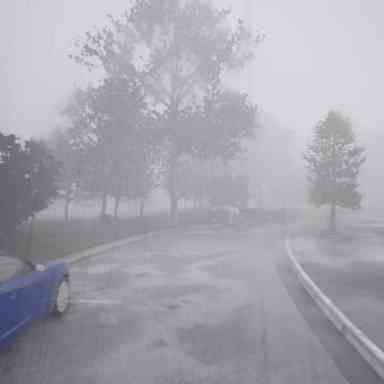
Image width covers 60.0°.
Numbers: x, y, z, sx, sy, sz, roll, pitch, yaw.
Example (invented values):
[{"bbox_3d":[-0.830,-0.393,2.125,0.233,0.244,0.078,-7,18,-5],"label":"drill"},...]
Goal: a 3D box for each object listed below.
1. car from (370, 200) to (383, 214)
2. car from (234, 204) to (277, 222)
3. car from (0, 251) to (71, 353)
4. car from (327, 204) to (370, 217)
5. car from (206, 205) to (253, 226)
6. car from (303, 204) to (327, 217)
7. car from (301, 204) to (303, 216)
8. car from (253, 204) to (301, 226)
[{"bbox_3d":[28.272,2.114,48.203,5.566,2.045,2.435,0,-4,-22],"label":"car"},{"bbox_3d":[6.069,1.926,31.119,2.097,1.535,5.008,-3,-4,35],"label":"car"},{"bbox_3d":[-3.342,1.510,4.606,2.097,1.535,5.008,0,-1,1],"label":"car"},{"bbox_3d":[17.842,2.089,38.278,5.357,1.411,2.033,1,-4,-38],"label":"car"},{"bbox_3d":[2.740,1.808,26.297,2.231,1.521,4.892,-2,-2,28],"label":"car"},{"bbox_3d":[13.519,2.220,39.530,5.008,1.535,2.097,1,-4,-41],"label":"car"},{"bbox_3d":[9.496,2.072,35.644,2.231,1.521,4.892,-4,-4,40],"label":"car"},{"bbox_3d":[6.608,1.682,25.389,1.882,1.535,5.008,-3,-2,29],"label":"car"}]
